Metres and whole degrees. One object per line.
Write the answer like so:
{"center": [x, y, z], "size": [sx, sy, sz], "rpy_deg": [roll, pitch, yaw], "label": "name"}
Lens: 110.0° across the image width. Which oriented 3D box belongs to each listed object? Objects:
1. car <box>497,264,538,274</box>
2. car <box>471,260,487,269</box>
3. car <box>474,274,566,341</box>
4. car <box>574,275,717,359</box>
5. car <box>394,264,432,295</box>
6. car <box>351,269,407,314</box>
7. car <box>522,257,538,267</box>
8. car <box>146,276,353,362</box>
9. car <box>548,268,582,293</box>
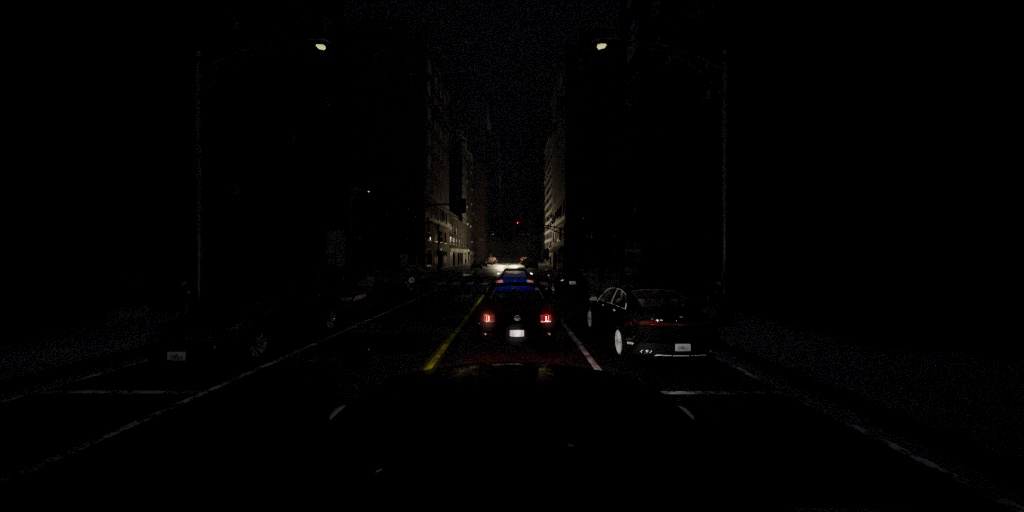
{"center": [0.149, 1.315, 18.582], "size": [1.994, 1.385, 4.181], "rpy_deg": [0, 0, 1], "label": "car"}
{"center": [-5.462, 1.368, 56.329], "size": [1.802, 1.307, 4.207], "rpy_deg": [0, 0, 0], "label": "car"}
{"center": [0.120, 1.351, 9.823], "size": [1.895, 1.301, 4.718], "rpy_deg": [0, 0, 0], "label": "car"}
{"center": [2.876, 1.300, 8.198], "size": [2.007, 1.370, 4.403], "rpy_deg": [0, 0, 0], "label": "car"}
{"center": [-5.614, 1.191, 19.227], "size": [1.967, 1.591, 4.097], "rpy_deg": [0, 0, 0], "label": "car"}
{"center": [-5.632, 1.332, 13.726], "size": [1.802, 1.307, 4.207], "rpy_deg": [0, 0, 0], "label": "car"}
{"center": [3.063, 1.226, 56.289], "size": [1.967, 1.591, 4.097], "rpy_deg": [0, 0, 0], "label": "car"}
{"center": [-5.649, 1.316, 8.225], "size": [1.948, 1.339, 4.313], "rpy_deg": [0, 0, 0], "label": "car"}
{"center": [2.911, 1.317, 19.200], "size": [1.948, 1.339, 4.313], "rpy_deg": [0, 0, 0], "label": "car"}
